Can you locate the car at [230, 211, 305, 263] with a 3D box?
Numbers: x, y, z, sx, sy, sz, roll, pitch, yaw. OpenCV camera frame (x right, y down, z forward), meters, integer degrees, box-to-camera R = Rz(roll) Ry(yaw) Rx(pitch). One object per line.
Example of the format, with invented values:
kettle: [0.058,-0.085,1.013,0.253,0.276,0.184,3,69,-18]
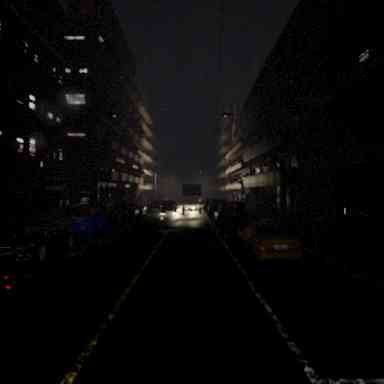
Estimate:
car: [2.671,1.638,12.287,1.752,1.417,4.829,-1,-1,0]

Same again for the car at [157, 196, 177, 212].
car: [-3.117,1.756,44.405,2.097,1.767,4.553,0,0,0]

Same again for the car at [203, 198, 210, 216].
car: [2.653,1.630,34.526,2.192,1.841,5.009,-1,-1,0]

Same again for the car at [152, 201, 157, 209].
car: [-5.735,2.051,51.352,1.802,1.307,4.206,-1,-1,0]

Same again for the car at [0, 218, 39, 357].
car: [-3.101,1.237,1.551,2.150,2.045,5.566,0,-1,0]

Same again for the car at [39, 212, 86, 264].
car: [-5.676,1.662,12.139,2.008,1.369,4.403,-1,-1,0]

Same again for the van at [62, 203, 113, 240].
van: [-5.682,1.504,17.743,1.690,1.788,3.998,-1,-1,0]

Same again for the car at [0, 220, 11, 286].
car: [-5.673,1.501,6.538,1.967,1.590,4.097,-1,-1,0]

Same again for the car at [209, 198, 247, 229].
car: [2.661,1.528,23.322,2.192,1.841,5.009,-1,-1,0]

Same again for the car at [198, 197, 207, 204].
car: [2.621,2.218,84.941,1.967,1.590,4.097,-1,-1,0]

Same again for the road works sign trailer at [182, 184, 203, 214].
road works sign trailer: [-0.024,0.833,40.381,2.380,3.560,2.880,0,-1,1]

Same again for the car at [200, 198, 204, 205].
car: [2.646,1.732,45.730,2.192,1.841,5.009,-1,-1,0]

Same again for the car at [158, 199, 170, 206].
car: [-5.746,2.174,68.158,2.008,1.369,4.403,-1,-1,0]

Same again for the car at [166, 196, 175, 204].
car: [-5.765,2.145,90.567,2.192,1.841,5.009,-1,-1,0]

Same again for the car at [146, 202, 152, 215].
car: [-5.731,1.866,34.547,2.008,1.369,4.403,-1,-1,0]

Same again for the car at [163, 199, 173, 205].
car: [-5.754,2.277,79.361,2.008,1.369,4.403,-1,-1,0]

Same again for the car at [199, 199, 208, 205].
car: [2.626,2.292,79.338,1.947,1.339,4.313,-1,-1,0]

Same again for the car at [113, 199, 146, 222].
car: [-5.713,1.579,28.947,2.192,1.841,5.009,-1,-1,0]

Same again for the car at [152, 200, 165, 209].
car: [-5.739,2.103,56.953,1.802,1.307,4.206,-1,-1,0]
